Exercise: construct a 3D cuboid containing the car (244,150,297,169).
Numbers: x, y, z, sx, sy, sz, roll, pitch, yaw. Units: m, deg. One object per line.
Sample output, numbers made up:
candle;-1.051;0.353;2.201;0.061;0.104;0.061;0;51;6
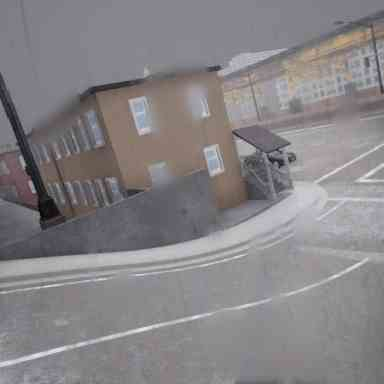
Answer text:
car;6.402;-2.809;27.797;1.837;1.490;4.892;-23;13;-32
